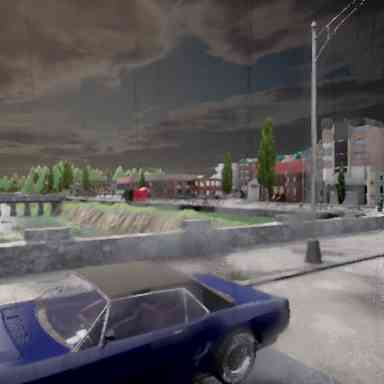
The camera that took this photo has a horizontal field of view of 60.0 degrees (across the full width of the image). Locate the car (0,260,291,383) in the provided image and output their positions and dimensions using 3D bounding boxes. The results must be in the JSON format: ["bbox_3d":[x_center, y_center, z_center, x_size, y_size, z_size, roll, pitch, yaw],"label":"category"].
[{"bbox_3d":[-1.077,1.606,3.837,4.718,1.301,1.895,0,0,-36],"label":"car"}]
